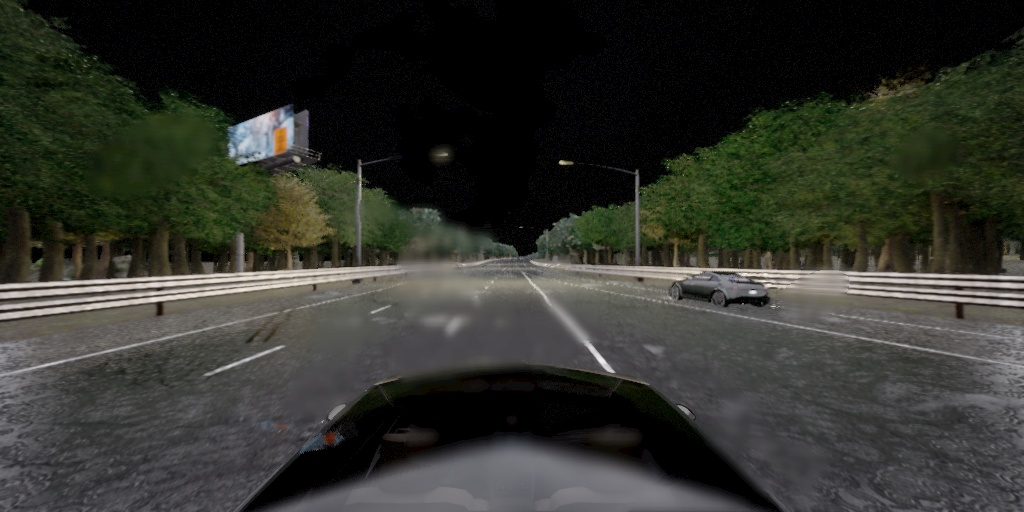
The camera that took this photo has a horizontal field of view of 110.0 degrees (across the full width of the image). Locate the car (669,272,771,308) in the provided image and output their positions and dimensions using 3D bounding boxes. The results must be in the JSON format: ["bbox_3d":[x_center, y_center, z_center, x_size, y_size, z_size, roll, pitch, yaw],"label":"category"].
[{"bbox_3d":[8.643,1.355,15.347,1.994,1.385,4.181,0,-1,-10],"label":"car"}]
